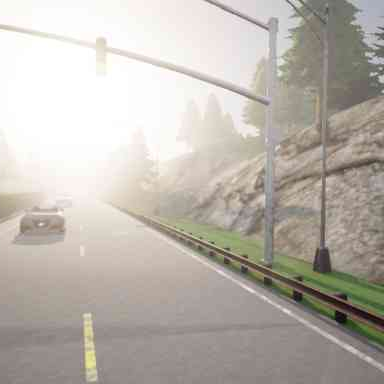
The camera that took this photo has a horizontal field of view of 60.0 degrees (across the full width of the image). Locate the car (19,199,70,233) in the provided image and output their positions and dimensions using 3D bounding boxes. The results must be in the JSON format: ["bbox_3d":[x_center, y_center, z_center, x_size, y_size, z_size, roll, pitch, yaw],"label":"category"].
[{"bbox_3d":[-7.668,1.294,17.400,1.994,1.385,4.181,1,0,-19],"label":"car"}]

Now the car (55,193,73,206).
[{"bbox_3d":[-16.183,0.912,42.086,1.812,1.442,4.674,1,1,-19],"label":"car"}]
